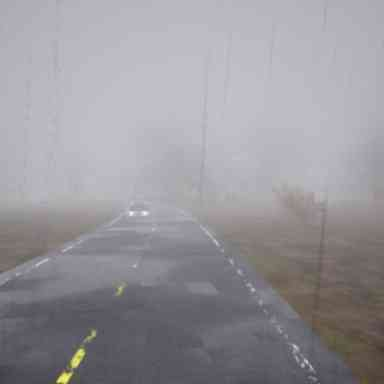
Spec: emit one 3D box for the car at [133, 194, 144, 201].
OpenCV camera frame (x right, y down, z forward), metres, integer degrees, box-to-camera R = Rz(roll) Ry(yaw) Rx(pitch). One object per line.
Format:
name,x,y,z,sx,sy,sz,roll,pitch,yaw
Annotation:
car,-13.268,1.284,82.159,1.882,1.535,5.008,0,0,-18

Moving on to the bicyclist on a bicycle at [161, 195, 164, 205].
bicyclist on a bicycle,-4.577,1.333,52.358,0.582,1.620,1.656,0,0,-12

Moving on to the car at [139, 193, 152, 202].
car,-10.097,1.206,71.686,2.097,1.767,4.553,0,0,-16

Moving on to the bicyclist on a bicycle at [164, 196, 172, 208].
bicyclist on a bicycle,-2.915,1.350,43.434,0.582,1.620,1.656,0,0,-10

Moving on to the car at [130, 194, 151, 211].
car,-6.219,1.263,39.144,2.097,1.767,4.553,0,0,-9
